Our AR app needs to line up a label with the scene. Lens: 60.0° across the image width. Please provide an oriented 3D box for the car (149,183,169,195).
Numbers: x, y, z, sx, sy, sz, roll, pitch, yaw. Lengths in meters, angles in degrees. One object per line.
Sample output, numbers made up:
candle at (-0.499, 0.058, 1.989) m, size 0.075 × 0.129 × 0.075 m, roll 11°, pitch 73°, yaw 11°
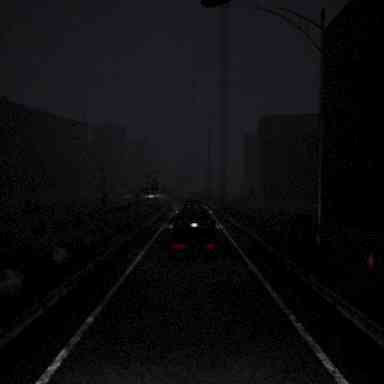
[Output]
car at (-5.862, -0.640, 59.716) m, size 2.150 × 2.045 × 5.566 m, roll 1°, pitch 3°, yaw 15°

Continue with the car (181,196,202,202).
car at (-0.015, 1.215, 35.221) m, size 1.837 × 1.490 × 4.892 m, roll 0°, pitch 1°, yaw -2°

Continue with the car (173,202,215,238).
car at (0.104, 1.426, 16.763) m, size 1.994 × 1.385 × 4.181 m, roll 0°, pitch 0°, yaw 0°
